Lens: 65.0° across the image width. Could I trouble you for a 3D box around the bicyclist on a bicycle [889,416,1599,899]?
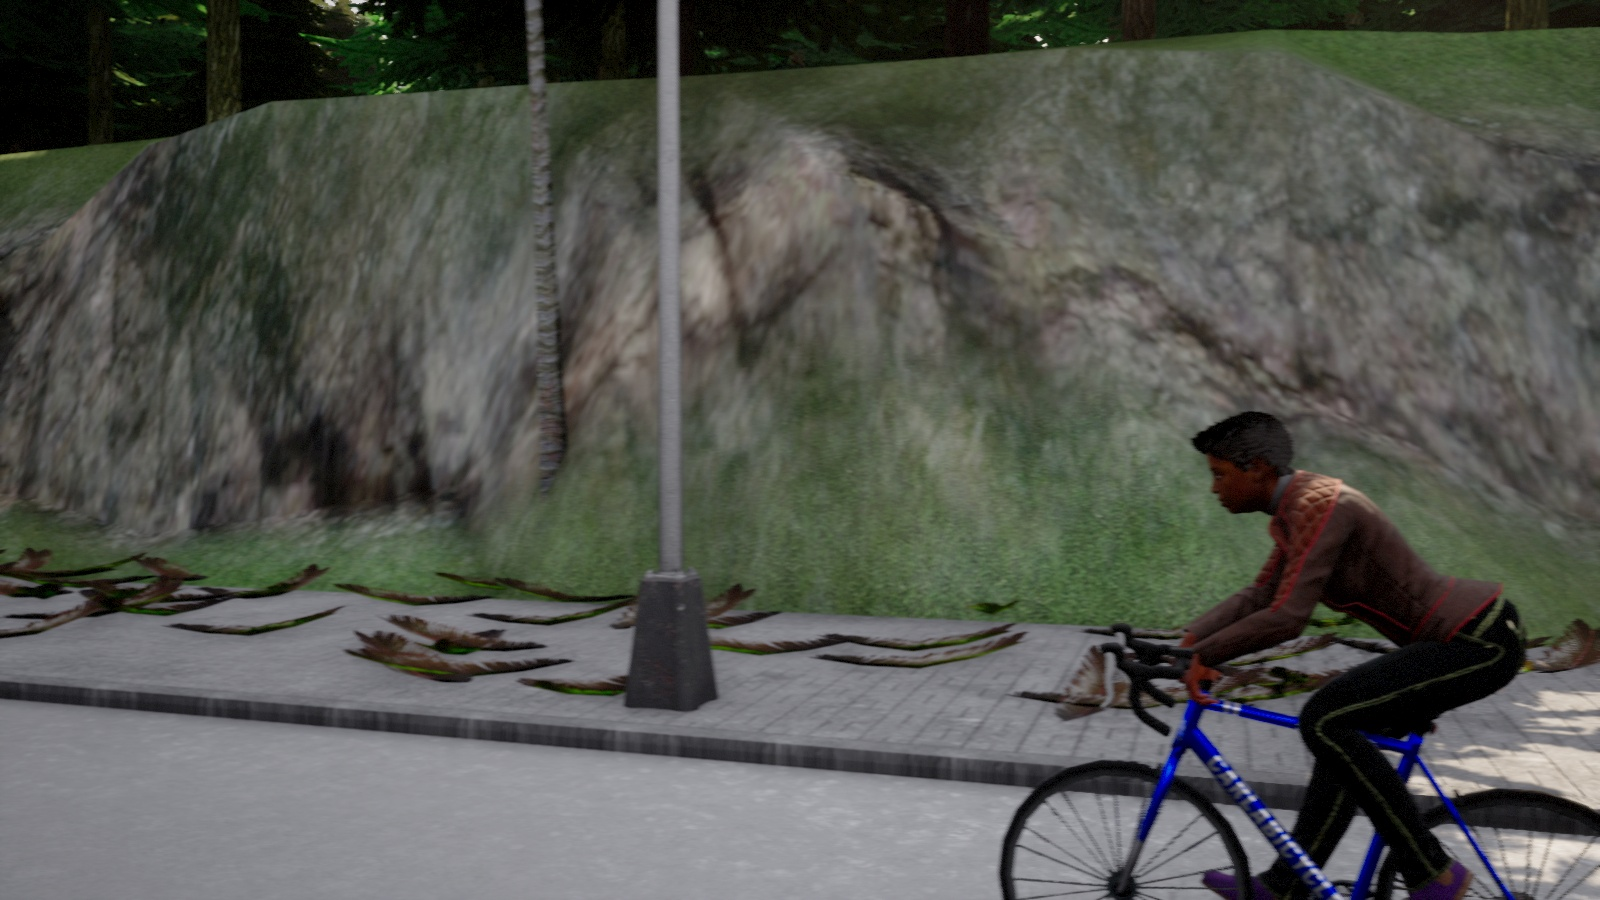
[{"bbox_3d":[1.115,0.730,3.344,1.656,1.620,0.582,0,1,19],"label":"bicyclist on a bicycle"}]
